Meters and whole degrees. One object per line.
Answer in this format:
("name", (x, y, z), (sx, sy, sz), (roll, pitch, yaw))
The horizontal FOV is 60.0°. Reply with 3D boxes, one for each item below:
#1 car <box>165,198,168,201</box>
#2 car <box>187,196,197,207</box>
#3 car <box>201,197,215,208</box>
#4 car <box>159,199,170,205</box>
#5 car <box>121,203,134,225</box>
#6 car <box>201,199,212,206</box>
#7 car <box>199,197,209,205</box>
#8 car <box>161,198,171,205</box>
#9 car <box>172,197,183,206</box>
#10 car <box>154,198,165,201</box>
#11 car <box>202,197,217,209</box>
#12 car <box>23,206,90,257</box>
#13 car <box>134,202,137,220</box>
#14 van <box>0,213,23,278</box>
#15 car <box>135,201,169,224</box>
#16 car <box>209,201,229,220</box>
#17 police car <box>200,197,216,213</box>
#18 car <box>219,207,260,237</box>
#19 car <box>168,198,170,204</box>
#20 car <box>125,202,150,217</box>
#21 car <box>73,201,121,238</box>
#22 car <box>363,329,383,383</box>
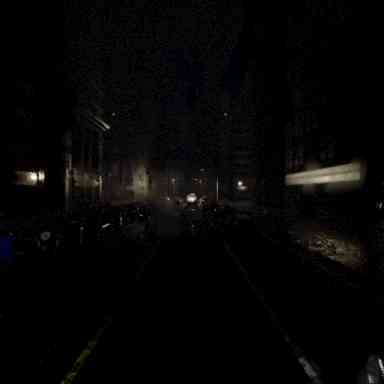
("car", (-5.793, 2.003, 58.255), (1.802, 1.307, 4.206), (0, 0, 0))
("car", (-0.029, 1.932, 60.647), (2.128, 1.511, 4.902), (0, 0, 0))
("car", (2.730, 1.737, 58.264), (2.192, 1.841, 5.009), (0, 0, 0))
("car", (-5.799, 2.077, 69.528), (1.947, 1.339, 4.313), (0, 0, 0))
("car", (-5.777, 1.737, 24.437), (1.947, 1.339, 4.313), (0, 0, 0))
("car", (2.729, 2.032, 63.898), (1.947, 1.339, 4.313), (0, 0, 0))
("car", (2.723, 1.997, 75.171), (1.967, 1.590, 4.097), (0, 0, 0))
("car", (-5.802, 2.108, 75.165), (2.008, 1.369, 4.403), (0, 0, 0))
("car", (-3.034, 1.852, 68.227), (2.097, 1.767, 4.553), (0, 0, 0))
("car", (-5.791, 1.902, 52.449), (1.752, 1.417, 4.829), (0, 0, 0))
("car", (2.733, 1.693, 52.628), (2.192, 1.841, 5.009), (0, 0, 0))
("car", (-5.772, 1.532, 13.164), (1.967, 1.590, 4.097), (0, 0, 0))
("car", (-5.780, 1.777, 30.073), (1.947, 1.339, 4.313), (0, 0, 0))
("van", (-5.770, 1.394, 7.528), (1.690, 1.788, 3.998), (0, 0, 0))
("car", (-3.111, 1.714, 26.872), (1.812, 1.442, 4.674), (0, 0, 0))
("car", (2.745, 1.793, 30.082), (1.802, 1.307, 4.206), (0, 0, 0))
("police car", (2.346, 1.728, 42.719), (1.930, 1.638, 5.238), (0, 0, 0))
("car", (2.751, 1.714, 18.810), (1.802, 1.307, 4.206), (0, 0, 0))
("car", (-5.796, 2.032, 63.892), (1.947, 1.339, 4.313), (0, 0, 0))
("car", (-5.783, 1.802, 35.709), (2.008, 1.369, 4.403), (0, 0, 0))
("car", (-5.775, 1.447, 18.802), (2.192, 1.841, 5.009), (0, 0, 0))
("car", (2.759, 1.580, 1.901), (1.947, 1.339, 4.313), (0, 0, 0))
